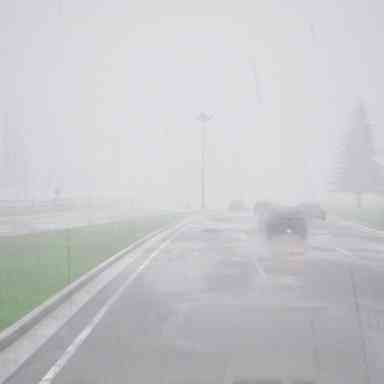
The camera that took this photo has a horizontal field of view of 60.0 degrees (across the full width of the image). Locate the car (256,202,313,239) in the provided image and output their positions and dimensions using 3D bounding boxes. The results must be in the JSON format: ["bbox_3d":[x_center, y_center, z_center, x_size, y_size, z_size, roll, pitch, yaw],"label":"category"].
[{"bbox_3d":[4.657,1.504,17.388,1.837,1.490,4.892,0,0,6],"label":"car"}]

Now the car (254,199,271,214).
[{"bbox_3d":[7.476,1.477,34.515,1.882,1.535,5.008,0,0,13],"label":"car"}]

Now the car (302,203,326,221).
[{"bbox_3d":[9.583,1.563,27.249,1.994,1.385,4.181,0,0,9],"label":"car"}]

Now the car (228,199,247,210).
[{"bbox_3d":[5.739,1.563,42.008,1.994,1.385,4.181,0,0,14],"label":"car"}]
